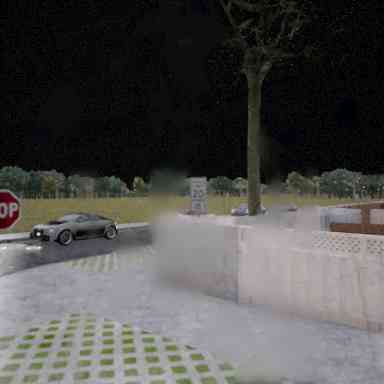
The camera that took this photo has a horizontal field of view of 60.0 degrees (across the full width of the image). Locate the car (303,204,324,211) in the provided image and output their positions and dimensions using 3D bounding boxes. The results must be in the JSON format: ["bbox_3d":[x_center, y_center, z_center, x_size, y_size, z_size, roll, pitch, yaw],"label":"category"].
[{"bbox_3d":[14.988,2.192,40.806,1.994,1.385,4.181,0,-1,35],"label":"car"}]

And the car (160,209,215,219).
[{"bbox_3d":[-0.242,1.910,24.314,1.895,1.301,4.718,0,-1,35],"label":"car"}]

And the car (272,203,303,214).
[{"bbox_3d":[11.490,2.084,40.883,2.128,1.511,4.902,0,-1,36],"label":"car"}]

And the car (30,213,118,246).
[{"bbox_3d":[-5.723,1.739,16.527,1.994,1.385,4.181,0,-1,35],"label":"car"}]

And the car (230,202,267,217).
[{"bbox_3d":[5.578,1.802,32.552,2.097,1.767,4.553,0,-1,35],"label":"car"}]
